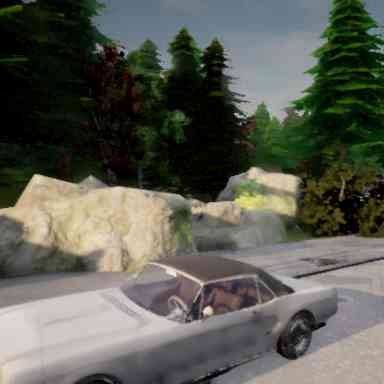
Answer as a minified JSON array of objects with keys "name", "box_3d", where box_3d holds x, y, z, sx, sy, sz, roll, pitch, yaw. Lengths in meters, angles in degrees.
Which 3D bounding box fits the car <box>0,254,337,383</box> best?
[{"name":"car","box_3d":[-0.165,1.627,4.490,4.718,1.301,1.895,1,0,-35]}]
